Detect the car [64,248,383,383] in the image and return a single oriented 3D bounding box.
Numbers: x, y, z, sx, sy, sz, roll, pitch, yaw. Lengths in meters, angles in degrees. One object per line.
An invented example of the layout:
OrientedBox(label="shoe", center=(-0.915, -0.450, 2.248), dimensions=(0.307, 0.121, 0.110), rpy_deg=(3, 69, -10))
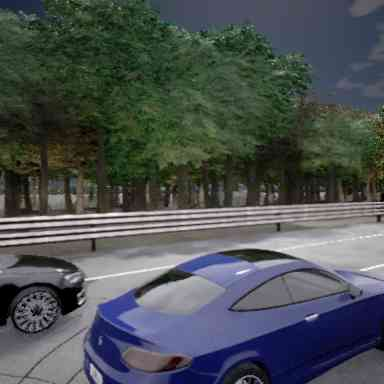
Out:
OrientedBox(label="car", center=(1.001, 1.500, 4.401), dimensions=(4.674, 1.442, 1.812), rpy_deg=(0, 0, -35))

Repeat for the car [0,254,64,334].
OrientedBox(label="car", center=(-4.150, 1.483, 5.054), dimensions=(4.902, 1.511, 2.128), rpy_deg=(0, 0, -36))
